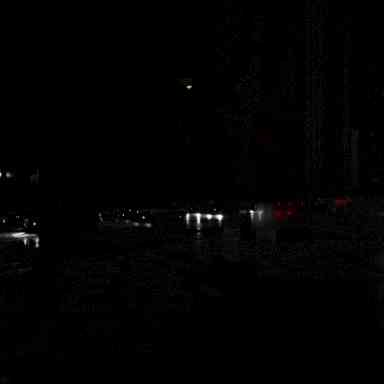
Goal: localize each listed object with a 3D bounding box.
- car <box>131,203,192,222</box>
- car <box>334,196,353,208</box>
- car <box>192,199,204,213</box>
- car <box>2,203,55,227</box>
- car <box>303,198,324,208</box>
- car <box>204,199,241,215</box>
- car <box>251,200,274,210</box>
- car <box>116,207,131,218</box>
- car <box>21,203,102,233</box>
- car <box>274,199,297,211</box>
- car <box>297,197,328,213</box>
[{"bbox_3d":[-2.373,1.621,26.937,1.895,1.301,4.718,0,0,36],"label":"car"},{"bbox_3d":[23.469,1.434,51.444,2.097,1.767,4.553,0,0,36],"label":"car"},{"bbox_3d":[1.350,1.555,37.686,1.812,1.442,4.674,0,0,36],"label":"car"},{"bbox_3d":[-9.862,1.495,22.080,2.128,1.511,4.902,0,0,36],"label":"car"},{"bbox_3d":[18.338,1.596,50.037,1.812,1.442,4.674,0,0,36],"label":"car"},{"bbox_3d":[3.477,1.598,35.065,1.994,1.385,4.181,0,0,36],"label":"car"},{"bbox_3d":[9.346,1.540,43.180,2.128,1.511,4.902,0,0,36],"label":"car"},{"bbox_3d":[-4.458,1.616,29.603,1.895,1.301,4.718,0,0,36],"label":"car"},{"bbox_3d":[-7.469,1.573,19.838,1.994,1.385,4.181,0,0,36],"label":"car"},{"bbox_3d":[12.354,1.581,41.620,1.812,1.442,4.674,0,0,36],"label":"car"},{"bbox_3d":[14.291,1.412,38.655,2.097,1.767,4.553,0,0,36],"label":"car"}]
